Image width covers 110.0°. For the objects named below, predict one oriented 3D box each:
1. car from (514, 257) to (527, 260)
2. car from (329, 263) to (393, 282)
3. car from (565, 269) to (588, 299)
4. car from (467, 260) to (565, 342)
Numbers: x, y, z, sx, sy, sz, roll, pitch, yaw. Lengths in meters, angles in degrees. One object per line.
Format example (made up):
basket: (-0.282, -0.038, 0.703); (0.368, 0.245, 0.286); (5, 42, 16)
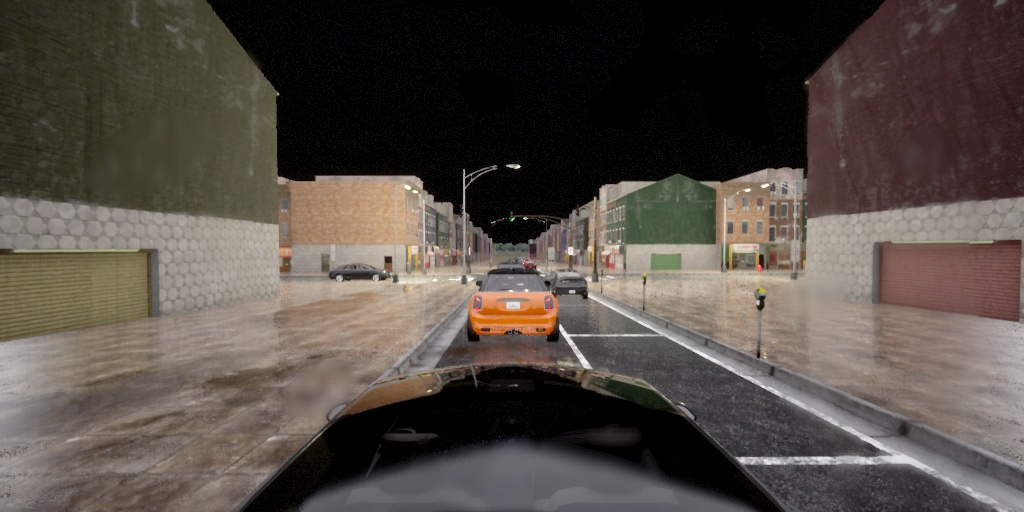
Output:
car: (-0.064, 1.094, 19.861); (2.097, 1.767, 4.553); (0, 0, 0)
car: (-12.338, 1.358, 29.396); (4.892, 1.490, 1.837); (0, 1, -2)
car: (2.581, 1.293, 17.523); (2.007, 1.370, 4.403); (0, 0, 0)
car: (0.036, 1.098, 9.949); (2.097, 1.767, 4.553); (0, 0, 0)
